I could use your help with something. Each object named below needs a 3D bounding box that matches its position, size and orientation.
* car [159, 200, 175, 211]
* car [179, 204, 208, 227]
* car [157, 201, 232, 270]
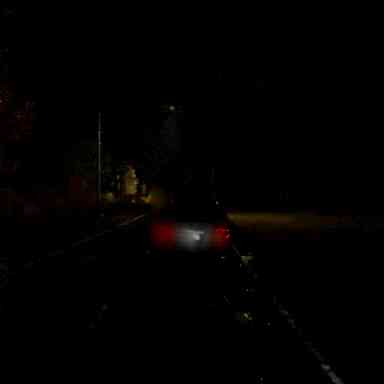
[{"bbox_3d":[-3.521,1.918,47.261,1.994,1.385,4.181,0,0,0],"label":"car"},{"bbox_3d":[0.100,1.741,25.817,2.033,1.411,5.357,0,0,0],"label":"car"},{"bbox_3d":[0.087,1.308,11.480,2.150,2.045,5.566,0,0,1],"label":"car"}]
